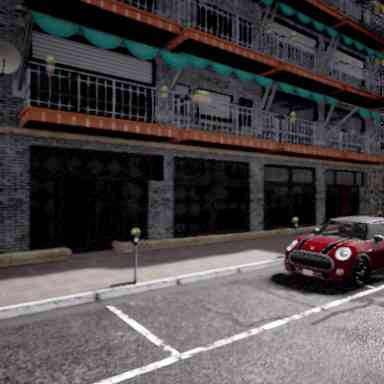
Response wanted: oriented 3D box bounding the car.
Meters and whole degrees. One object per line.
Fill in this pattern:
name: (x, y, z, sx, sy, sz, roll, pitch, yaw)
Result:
car: (4.457, 1.438, 9.276, 4.097, 1.590, 1.967, 0, 0, -36)
